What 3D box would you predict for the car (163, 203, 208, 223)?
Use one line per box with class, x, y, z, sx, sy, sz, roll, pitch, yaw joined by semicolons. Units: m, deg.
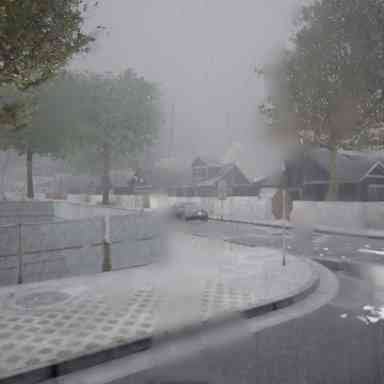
car;-0.597;1.488;25.118;1.994;1.385;4.181;0;0;-34
